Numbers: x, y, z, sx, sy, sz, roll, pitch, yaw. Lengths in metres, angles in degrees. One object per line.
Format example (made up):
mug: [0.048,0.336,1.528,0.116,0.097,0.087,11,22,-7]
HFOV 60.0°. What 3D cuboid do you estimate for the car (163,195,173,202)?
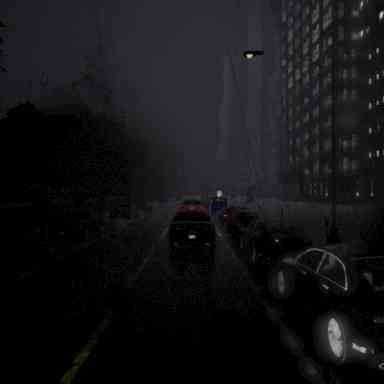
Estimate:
car: [-5.690,1.512,78.844,1.967,1.590,4.097,0,0,0]

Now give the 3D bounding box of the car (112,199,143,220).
car: [-5.689,1.551,28.154,1.887,1.381,4.507,0,0,0]

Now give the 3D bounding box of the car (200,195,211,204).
car: [2.691,1.490,67.581,1.967,1.590,4.097,0,0,0]

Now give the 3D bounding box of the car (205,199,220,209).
car: [2.691,1.605,45.051,1.802,1.307,4.206,0,0,0]

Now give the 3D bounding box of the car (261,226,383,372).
car: [2.691,1.550,5.625,2.008,1.369,4.403,0,0,0]

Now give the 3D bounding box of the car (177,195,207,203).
car: [0.000,1.375,29.621,2.097,1.767,4.553,0,0,0]

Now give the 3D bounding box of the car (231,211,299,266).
car: [2.691,1.551,11.257,2.008,1.369,4.403,0,0,0]

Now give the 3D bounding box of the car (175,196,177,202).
car: [-3.000,1.563,76.730,2.033,1.411,5.357,0,0,0]

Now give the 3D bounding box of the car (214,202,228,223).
car: [2.691,1.586,22.522,1.802,1.307,4.206,0,0,0]

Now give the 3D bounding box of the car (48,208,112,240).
car: [-5.689,1.546,16.890,1.887,1.381,4.507,0,0,0]

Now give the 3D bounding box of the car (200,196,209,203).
car: [2.690,1.642,73.212,1.802,1.307,4.206,0,0,0]

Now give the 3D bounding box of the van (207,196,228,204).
van: [2.691,1.352,33.788,1.690,1.788,3.998,0,0,0]

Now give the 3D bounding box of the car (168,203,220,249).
car: [0.001,1.486,14.651,1.882,1.535,5.008,0,0,0]

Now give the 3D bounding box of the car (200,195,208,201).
car: [3.000,1.566,85.189,1.882,1.535,5.008,0,0,0]

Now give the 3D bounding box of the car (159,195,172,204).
car: [-5.689,1.616,67.580,1.947,1.339,4.313,0,0,0]

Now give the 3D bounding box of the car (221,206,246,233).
car: [2.691,1.583,16.890,1.802,1.307,4.206,0,0,0]

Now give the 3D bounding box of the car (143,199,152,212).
car: [-5.690,1.542,39.249,1.752,1.417,4.829,0,0,0]

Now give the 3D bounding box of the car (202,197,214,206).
car: [2.691,1.618,56.316,1.802,1.307,4.206,0,0,0]
